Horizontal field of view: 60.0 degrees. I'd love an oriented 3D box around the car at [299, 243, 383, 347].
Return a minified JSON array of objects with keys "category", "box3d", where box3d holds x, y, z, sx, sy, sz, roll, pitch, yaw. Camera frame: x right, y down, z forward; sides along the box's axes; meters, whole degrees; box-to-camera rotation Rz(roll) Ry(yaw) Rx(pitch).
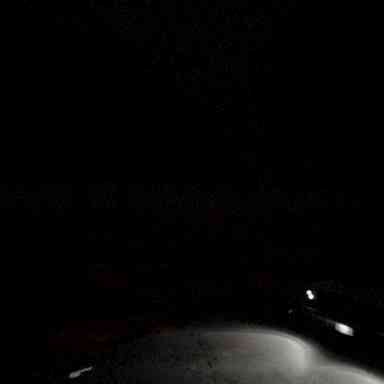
[{"category":"car","box3d":[4.434,1.589,6.169,5.357,1.411,2.033,0,0,-32]}]
